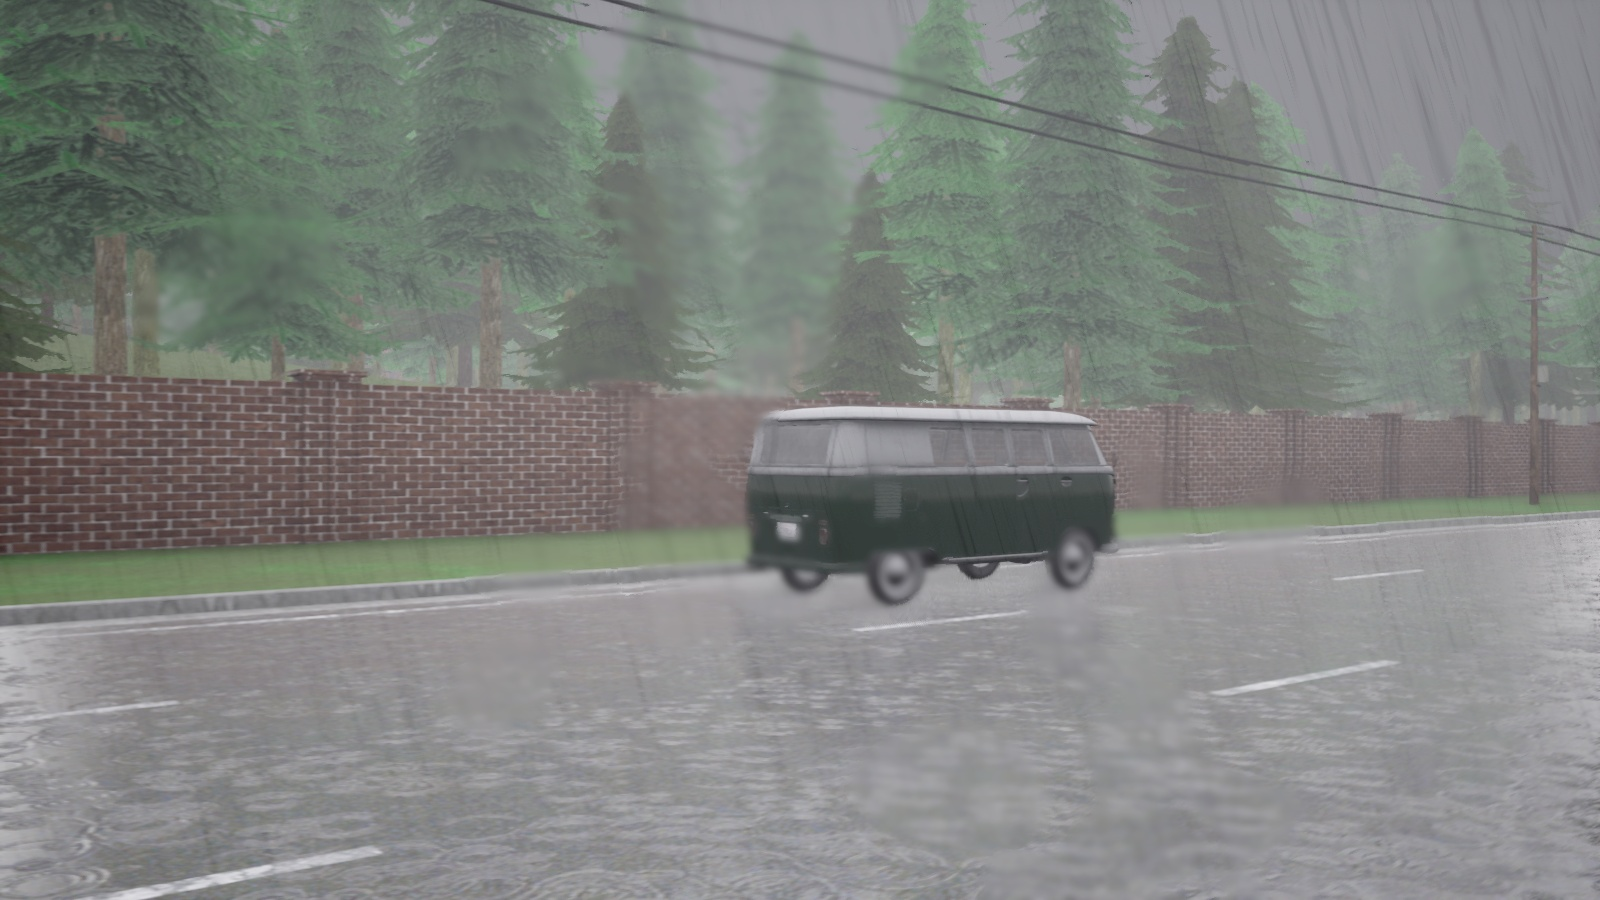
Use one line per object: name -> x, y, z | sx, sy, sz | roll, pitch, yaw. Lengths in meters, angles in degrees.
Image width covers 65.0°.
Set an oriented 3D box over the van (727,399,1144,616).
van -> 1.560, 0.531, 13.559 | 4.442, 1.987, 1.775 | 0, 0, -36
